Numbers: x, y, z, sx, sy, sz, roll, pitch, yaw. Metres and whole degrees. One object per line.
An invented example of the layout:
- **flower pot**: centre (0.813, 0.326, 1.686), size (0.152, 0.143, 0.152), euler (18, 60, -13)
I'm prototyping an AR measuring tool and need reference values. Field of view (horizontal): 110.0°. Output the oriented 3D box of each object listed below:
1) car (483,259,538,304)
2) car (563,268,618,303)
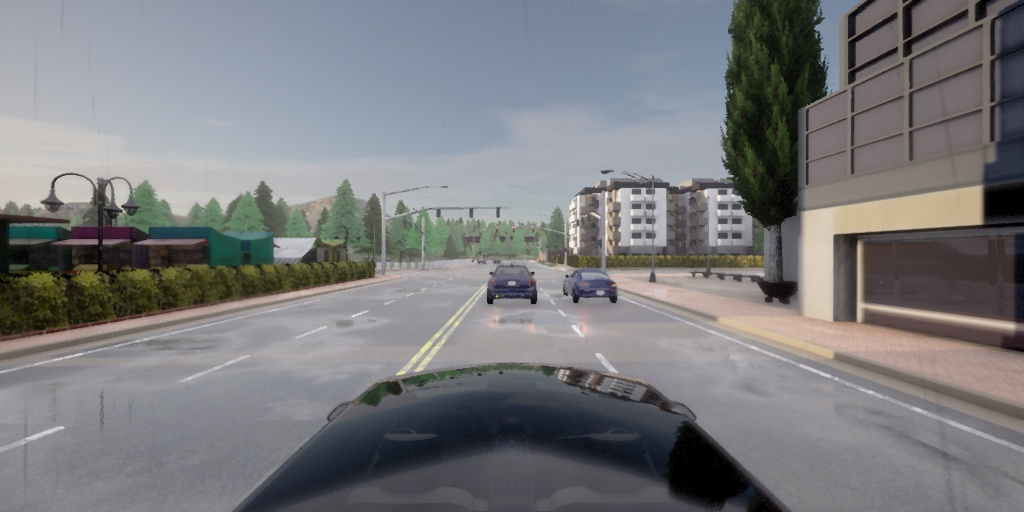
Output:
- **car**: centre (0.000, 1.115, 16.470), size (2.097, 1.767, 4.553), euler (0, 0, 0)
- **car**: centre (3.500, 1.282, 16.500), size (1.812, 1.442, 4.674), euler (0, 0, 0)
